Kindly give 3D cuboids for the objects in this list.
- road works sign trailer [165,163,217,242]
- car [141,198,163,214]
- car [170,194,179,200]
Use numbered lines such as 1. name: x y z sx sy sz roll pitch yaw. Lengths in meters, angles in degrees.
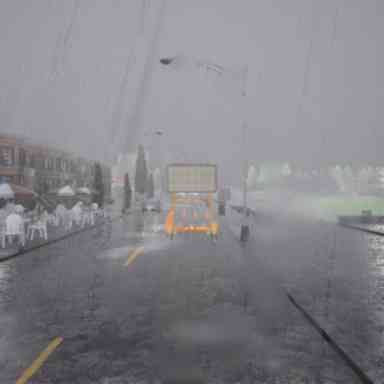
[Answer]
1. road works sign trailer: -0.004 0.423 16.059 2.380 3.560 2.880 0 0 0
2. car: -4.103 1.401 34.624 2.128 1.511 4.902 0 0 0
3. car: -4.017 1.204 77.227 1.895 1.301 4.718 0 0 0
